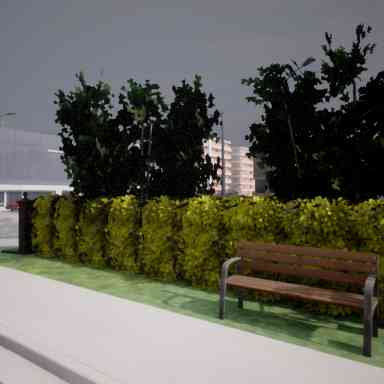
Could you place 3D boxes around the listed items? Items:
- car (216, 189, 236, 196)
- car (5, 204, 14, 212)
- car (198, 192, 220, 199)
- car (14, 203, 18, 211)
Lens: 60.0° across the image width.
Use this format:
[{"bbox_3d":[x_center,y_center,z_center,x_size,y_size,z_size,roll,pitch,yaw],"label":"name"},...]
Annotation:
[{"bbox_3d":[7.152,0.430,68.725,2.150,2.045,5.566,0,1,35],"label":"car"},{"bbox_3d":[-18.648,1.553,38.243,1.895,1.301,4.718,0,0,35],"label":"car"},{"bbox_3d":[3.579,0.761,69.724,2.033,1.411,5.357,0,1,35],"label":"car"},{"bbox_3d":[-16.058,1.553,35.854,1.895,1.301,4.718,0,0,36],"label":"car"}]
